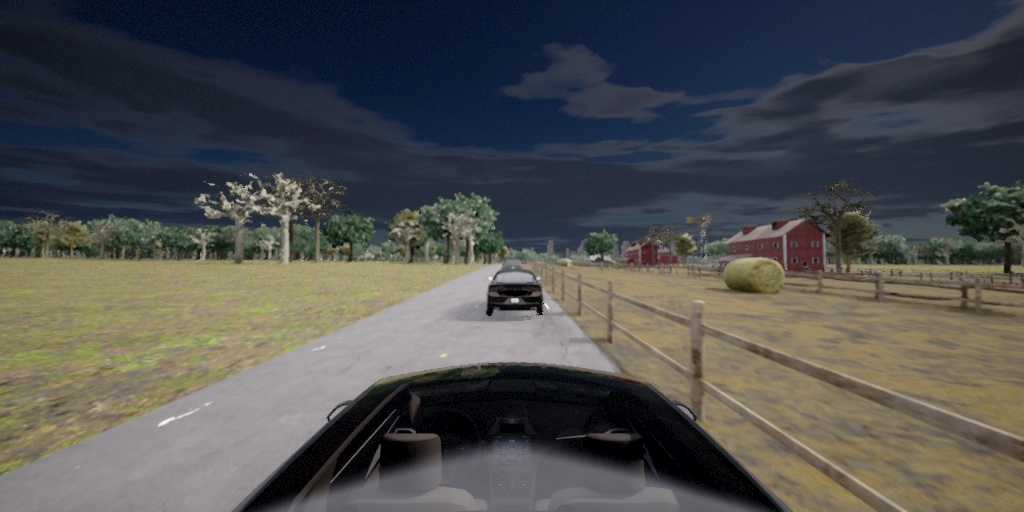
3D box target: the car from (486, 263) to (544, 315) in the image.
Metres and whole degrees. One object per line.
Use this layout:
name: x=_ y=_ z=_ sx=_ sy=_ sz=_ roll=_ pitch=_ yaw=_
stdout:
car: x=0.093 y=1.201 z=13.495 sx=1.882 sy=1.535 sz=5.008 roll=0 pitch=0 yaw=0

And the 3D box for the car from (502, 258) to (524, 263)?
car: x=0.088 y=1.005 z=33.679 sx=2.097 sy=1.767 sz=4.553 roll=0 pitch=0 yaw=0
